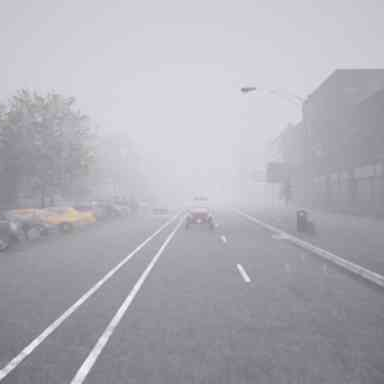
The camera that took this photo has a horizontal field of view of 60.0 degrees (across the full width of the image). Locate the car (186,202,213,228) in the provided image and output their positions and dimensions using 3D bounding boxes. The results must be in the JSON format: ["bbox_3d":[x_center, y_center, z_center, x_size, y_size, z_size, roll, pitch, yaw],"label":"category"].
[{"bbox_3d":[0.521,1.704,23.600,1.812,1.442,4.674,0,-1,2],"label":"car"}]

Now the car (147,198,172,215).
[{"bbox_3d":[-3.404,1.784,38.104,2.033,1.411,5.357,0,0,2],"label":"car"}]

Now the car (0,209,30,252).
[{"bbox_3d":[-9.283,1.474,13.304,4.553,1.767,2.185,-1,0,-19],"label":"car"}]

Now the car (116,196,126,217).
[{"bbox_3d":[-8.849,1.575,31.083,4.553,1.767,2.185,-1,-1,-18],"label":"car"}]

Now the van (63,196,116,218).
[{"bbox_3d":[-9.016,1.463,28.088,4.442,1.987,1.878,-1,0,-18],"label":"van"}]

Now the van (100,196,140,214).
[{"bbox_3d":[-8.665,1.504,39.926,4.442,1.987,1.878,-1,0,-18],"label":"van"}]

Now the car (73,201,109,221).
[{"bbox_3d":[-9.021,1.704,25.157,4.792,1.488,2.163,-1,0,-18],"label":"car"}]

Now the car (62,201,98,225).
[{"bbox_3d":[-9.261,1.657,22.148,5.366,1.575,1.946,-1,0,-18],"label":"car"}]

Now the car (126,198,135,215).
[{"bbox_3d":[-8.739,1.711,34.055,5.008,1.535,2.097,-1,-1,-18],"label":"car"}]

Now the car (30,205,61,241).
[{"bbox_3d":[-9.253,1.622,16.266,4.892,1.521,2.231,-1,-1,-19],"label":"car"}]

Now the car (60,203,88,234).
[{"bbox_3d":[-8.994,1.636,19.297,5.366,1.575,1.946,-1,-1,-19],"label":"car"}]

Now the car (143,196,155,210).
[{"bbox_3d":[-8.212,1.734,45.958,5.366,1.575,1.946,-1,0,-18],"label":"car"}]

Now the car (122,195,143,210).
[{"bbox_3d":[-8.675,1.470,36.999,5.566,2.045,2.435,-1,0,-18],"label":"car"}]

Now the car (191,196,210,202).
[{"bbox_3d":[1.028,1.465,40.848,2.150,2.045,5.566,0,0,2],"label":"car"}]

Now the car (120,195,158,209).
[{"bbox_3d":[-8.228,1.498,51.787,5.566,2.045,2.435,-1,0,-18],"label":"car"}]
